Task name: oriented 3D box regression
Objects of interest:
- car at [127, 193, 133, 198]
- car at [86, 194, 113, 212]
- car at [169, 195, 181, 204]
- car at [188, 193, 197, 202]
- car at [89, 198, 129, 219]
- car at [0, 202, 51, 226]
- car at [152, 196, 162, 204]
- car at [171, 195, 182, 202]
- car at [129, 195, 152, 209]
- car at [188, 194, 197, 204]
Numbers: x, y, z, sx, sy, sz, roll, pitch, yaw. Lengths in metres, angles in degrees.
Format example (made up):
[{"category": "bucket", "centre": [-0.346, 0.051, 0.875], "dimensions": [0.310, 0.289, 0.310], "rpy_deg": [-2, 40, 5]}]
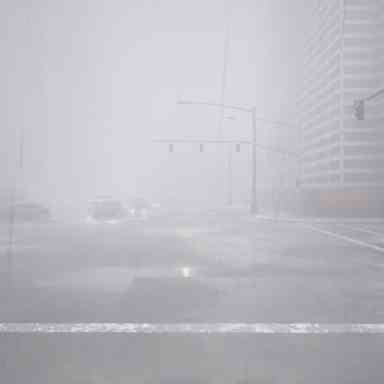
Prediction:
[{"category": "car", "centre": [-10.512, 1.352, 57.907], "dimensions": [2.097, 1.767, 4.553], "rpy_deg": [0, 0, 0]}, {"category": "car", "centre": [-10.556, 1.222, 38.829], "dimensions": [2.150, 2.045, 5.566], "rpy_deg": [0, 0, 0]}, {"category": "car", "centre": [-3.425, 1.491, 64.189], "dimensions": [2.128, 1.511, 4.902], "rpy_deg": [0, 0, 0]}, {"category": "car", "centre": [0.087, 1.184, 74.440], "dimensions": [2.097, 1.767, 4.553], "rpy_deg": [0, 0, 0]}, {"category": "car", "centre": [-7.068, 1.505, 28.755], "dimensions": [1.837, 1.490, 4.892], "rpy_deg": [0, 0, 0]}, {"category": "car", "centre": [-12.642, 1.507, 24.000], "dimensions": [1.837, 1.490, 4.892], "rpy_deg": [2, 1, 30]}, {"category": "car", "centre": [-6.958, 1.492, 65.021], "dimensions": [2.128, 1.511, 4.902], "rpy_deg": [0, 0, 1]}, {"category": "car", "centre": [-3.412, 1.354, 74.474], "dimensions": [2.128, 1.511, 4.902], "rpy_deg": [0, 0, 0]}, {"category": "car", "centre": [-7.045, 1.505, 45.608], "dimensions": [1.837, 1.490, 4.892], "rpy_deg": [0, 0, 0]}, {"category": "car", "centre": [0.075, 1.547, 64.185], "dimensions": [2.033, 1.411, 5.357], "rpy_deg": [0, 0, 0]}]
